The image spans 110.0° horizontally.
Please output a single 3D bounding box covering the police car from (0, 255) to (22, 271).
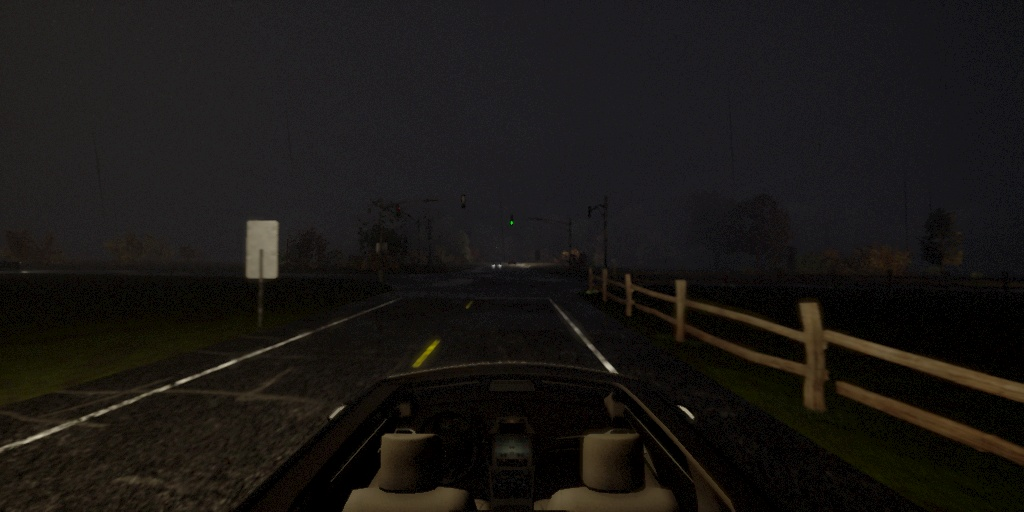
[{"bbox_3d":[-47.615,0.503,32.553,5.238,1.638,1.930,1,-1,3],"label":"police car"}]
